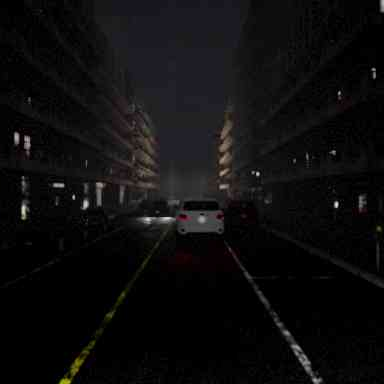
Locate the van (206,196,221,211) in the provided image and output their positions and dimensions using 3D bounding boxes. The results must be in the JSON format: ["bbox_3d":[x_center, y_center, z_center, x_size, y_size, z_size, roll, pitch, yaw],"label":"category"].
[{"bbox_3d":[2.686,1.404,42.267,1.690,1.788,3.998,0,0,0],"label":"van"}]

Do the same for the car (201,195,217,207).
[{"bbox_3d":[2.684,1.397,53.632,2.192,1.841,5.009,0,0,0],"label":"car"}]

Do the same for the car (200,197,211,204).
[{"bbox_3d":[2.682,1.668,64.996,1.947,1.339,4.313,0,0,0],"label":"car"}]

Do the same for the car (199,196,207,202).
[{"bbox_3d":[2.680,1.686,82.044,2.008,1.369,4.403,0,0,0],"label":"car"}]

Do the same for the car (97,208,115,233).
[{"bbox_3d":[-5.691,1.609,19.534,1.802,1.307,4.206,0,0,0],"label":"car"}]

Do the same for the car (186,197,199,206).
[{"bbox_3d":[0.091,1.634,56.429,2.033,1.411,5.357,0,0,0],"label":"car"}]

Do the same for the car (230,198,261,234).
[{"bbox_3d":[2.690,1.342,19.538,2.192,1.841,5.009,0,0,0],"label":"car"}]

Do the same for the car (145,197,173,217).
[{"bbox_3d":[-3.104,1.551,32.384,1.837,1.490,4.892,0,0,0],"label":"car"}]

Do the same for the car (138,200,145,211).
[{"bbox_3d":[-5.695,1.607,42.263,1.887,1.381,4.507,0,0,0],"label":"car"}]

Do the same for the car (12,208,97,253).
[{"bbox_3d":[-5.690,1.563,13.851,1.887,1.381,4.507,0,0,0],"label":"car"}]

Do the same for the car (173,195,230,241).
[{"bbox_3d":[0.269,1.245,16.910,2.150,2.045,5.566,0,0,-3],"label":"car"}]

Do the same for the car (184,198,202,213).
[{"bbox_3d":[0.093,1.533,38.307,1.882,1.535,5.008,0,0,0],"label":"car"}]

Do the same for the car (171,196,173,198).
[{"bbox_3d":[-5.702,1.710,93.405,2.008,1.369,4.403,0,0,0],"label":"car"}]

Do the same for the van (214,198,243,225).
[{"bbox_3d":[2.689,1.376,25.220,1.690,1.788,3.998,0,0,0],"label":"van"}]
